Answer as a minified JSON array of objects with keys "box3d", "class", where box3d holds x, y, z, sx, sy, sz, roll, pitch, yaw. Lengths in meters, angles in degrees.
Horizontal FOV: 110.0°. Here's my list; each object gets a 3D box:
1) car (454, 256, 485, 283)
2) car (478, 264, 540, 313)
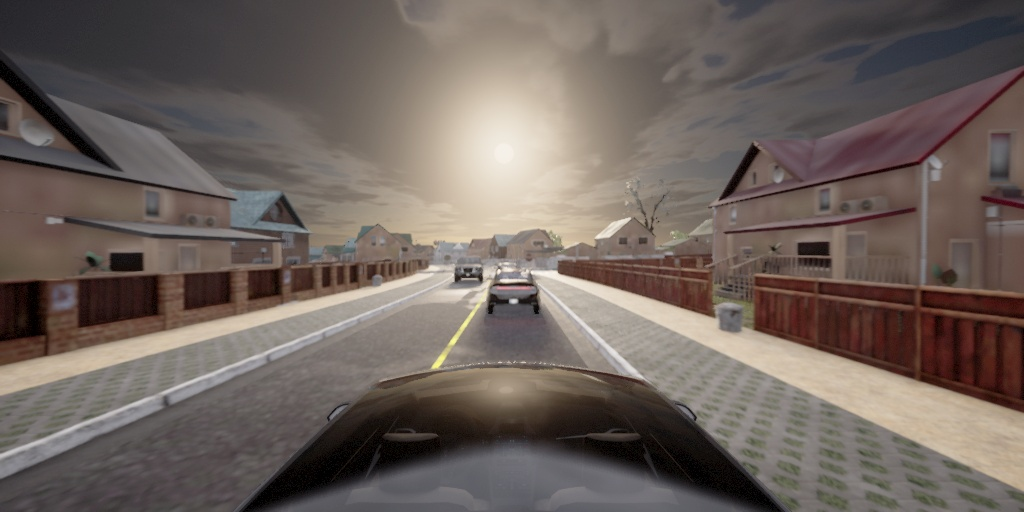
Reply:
[{"box3d":[-3.358,1.017,28.780,2.150,2.045,5.566,0,0,-4],"class":"car"},{"box3d":[0.052,1.254,14.010,2.128,1.511,4.902,0,0,0],"class":"car"}]
